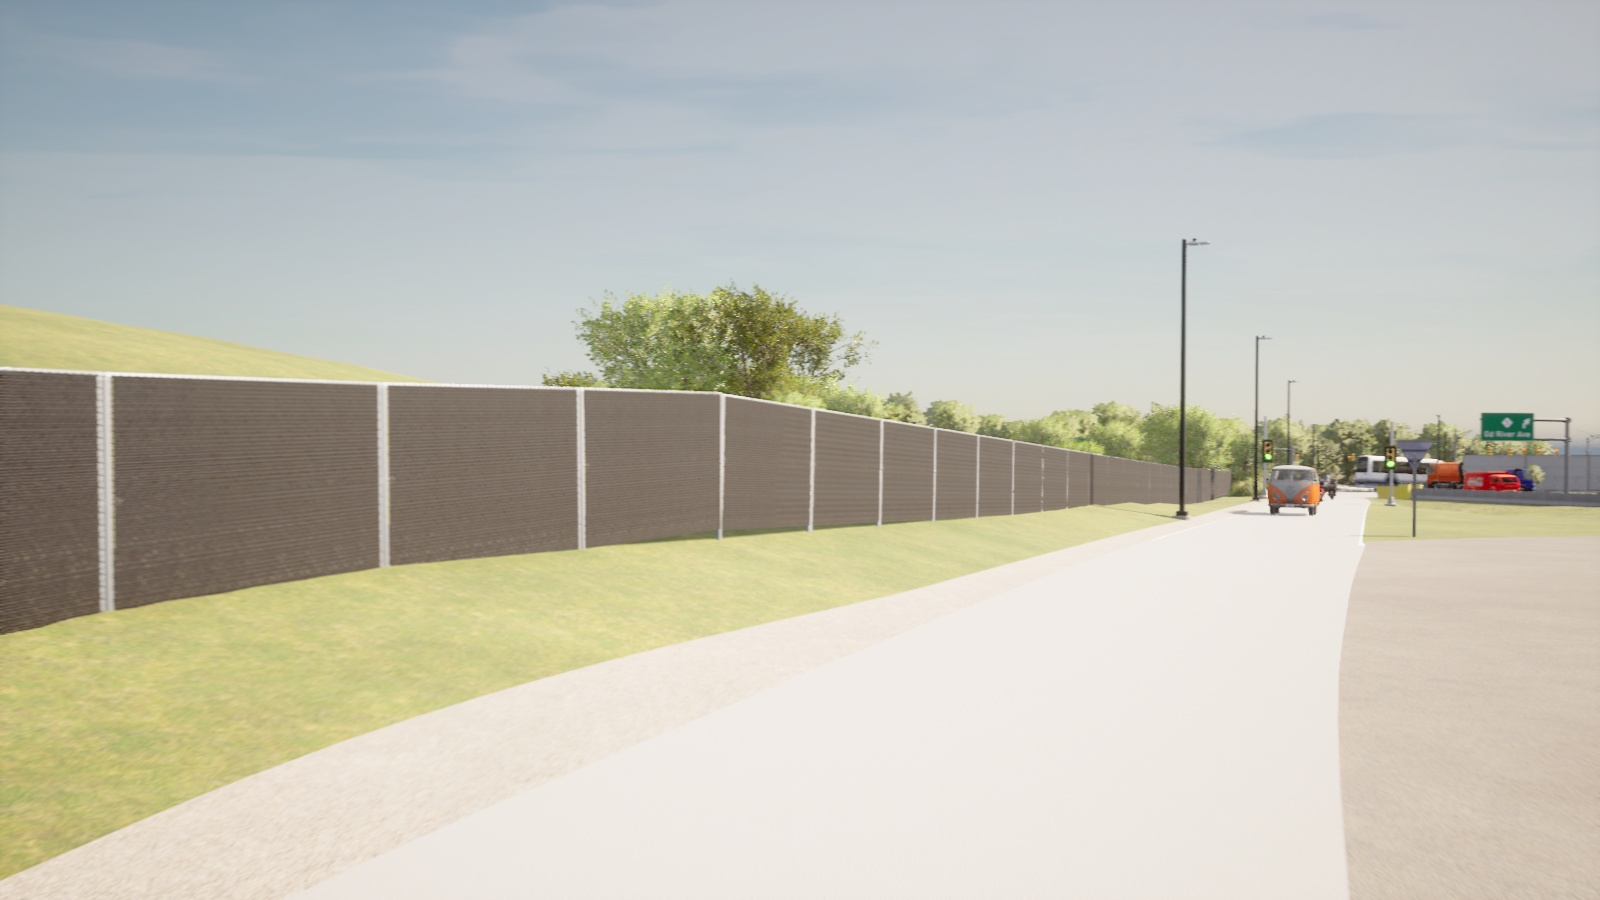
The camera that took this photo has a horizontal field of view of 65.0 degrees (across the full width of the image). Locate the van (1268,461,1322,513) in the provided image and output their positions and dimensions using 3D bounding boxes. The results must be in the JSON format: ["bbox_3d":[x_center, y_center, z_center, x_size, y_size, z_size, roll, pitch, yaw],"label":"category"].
[{"bbox_3d":[20.036,1.473,50.732,1.775,1.987,4.442,0,-1,25],"label":"van"}]
